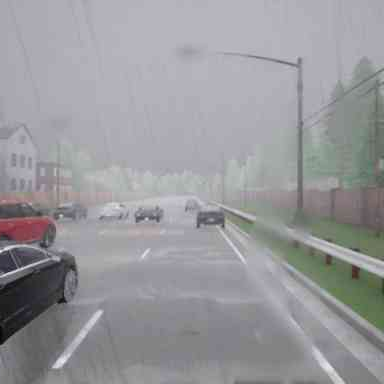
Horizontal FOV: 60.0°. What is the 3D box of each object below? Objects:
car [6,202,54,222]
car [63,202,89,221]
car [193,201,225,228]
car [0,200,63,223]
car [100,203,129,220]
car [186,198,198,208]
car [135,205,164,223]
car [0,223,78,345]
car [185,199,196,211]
[{"bbox_3d":[-13.901,1.657,28.883,1.837,1.490,4.892,0,0,0],"label":"car"},{"bbox_3d":[-10.401,1.657,28.870,1.837,1.490,4.892,0,0,0],"label":"car"},{"bbox_3d":[1.224,1.601,23.355,1.882,1.535,5.008,0,0,0],"label":"car"},{"bbox_3d":[-6.901,1.285,11.898,2.150,2.045,5.566,0,0,0],"label":"car"},{"bbox_3d":[-6.915,1.683,29.808,1.812,1.442,4.674,0,0,0],"label":"car"},{"bbox_3d":[-0.002,1.845,56.589,2.033,1.411,5.357,0,0,0],"label":"car"},{"bbox_3d":[-3.400,1.744,27.254,1.895,1.301,4.718,0,0,0],"label":"car"},{"bbox_3d":[-3.401,1.520,5.359,2.128,1.511,4.902,0,0,0],"label":"car"},{"bbox_3d":[0.019,1.800,44.970,1.994,1.385,4.181,0,0,0],"label":"car"}]
